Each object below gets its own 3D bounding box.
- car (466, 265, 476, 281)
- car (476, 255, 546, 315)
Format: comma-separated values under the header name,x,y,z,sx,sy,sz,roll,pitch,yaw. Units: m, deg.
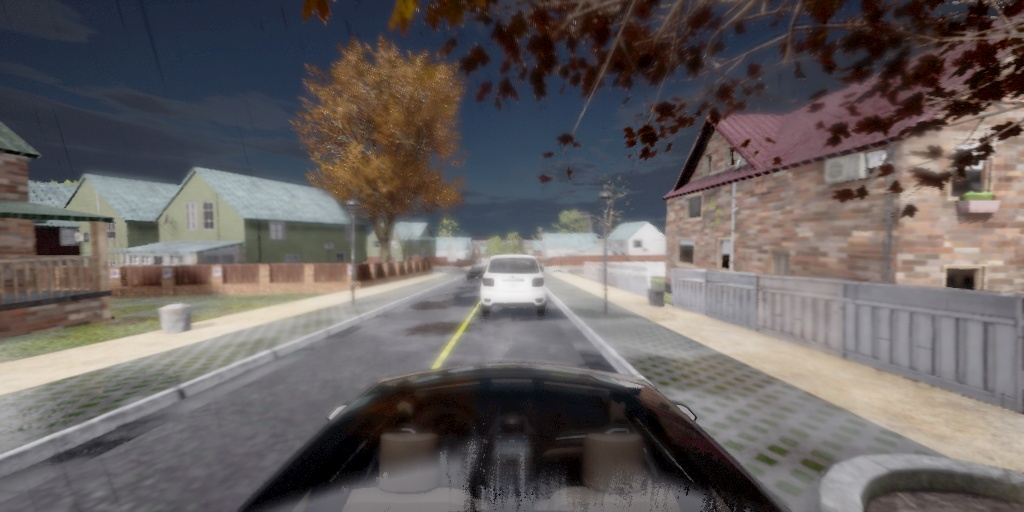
name,x,y,z,sx,sy,sz,roll,pitch,yaw
car,-2.805,1.404,31.045,1.895,1.301,4.718,0,0,0
car,0.067,0.984,13.688,2.150,2.045,5.566,0,0,0
